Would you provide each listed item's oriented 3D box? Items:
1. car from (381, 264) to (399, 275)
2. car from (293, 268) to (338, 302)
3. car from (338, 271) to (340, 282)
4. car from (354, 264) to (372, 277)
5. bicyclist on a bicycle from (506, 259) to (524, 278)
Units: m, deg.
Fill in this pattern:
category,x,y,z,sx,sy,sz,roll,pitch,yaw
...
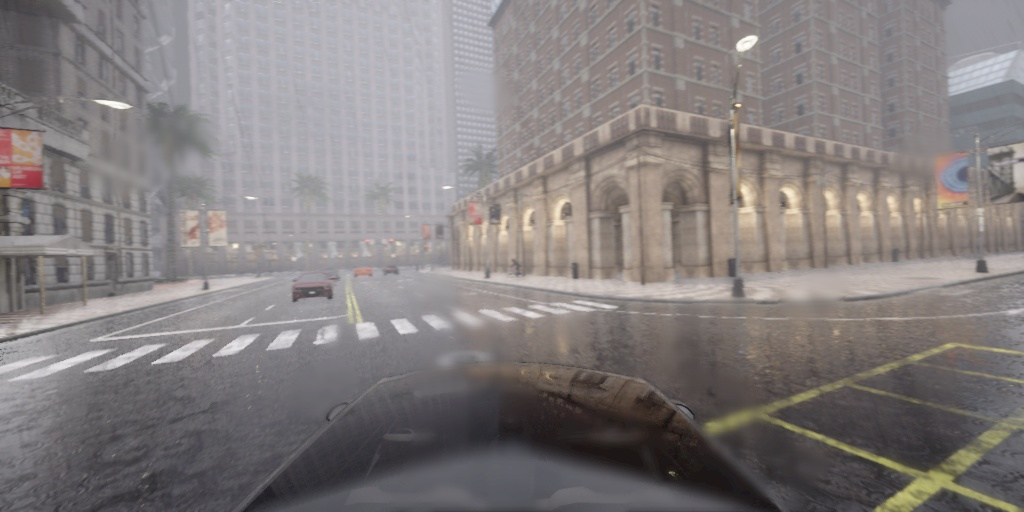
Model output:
category,x,y,z,sx,sy,sz,roll,pitch,yaw
car,-17.044,1.877,50.195,1.837,1.490,4.892,-2,0,-25
car,-11.318,1.646,20.630,1.882,1.535,5.008,-2,0,-25
car,-15.248,1.914,29.047,1.895,1.301,4.718,-2,0,-25
car,-19.749,1.827,47.554,2.097,1.767,4.553,-2,0,-24
bicyclist on a bicycle,0.259,1.029,29.970,1.656,1.620,0.582,-2,0,-25
